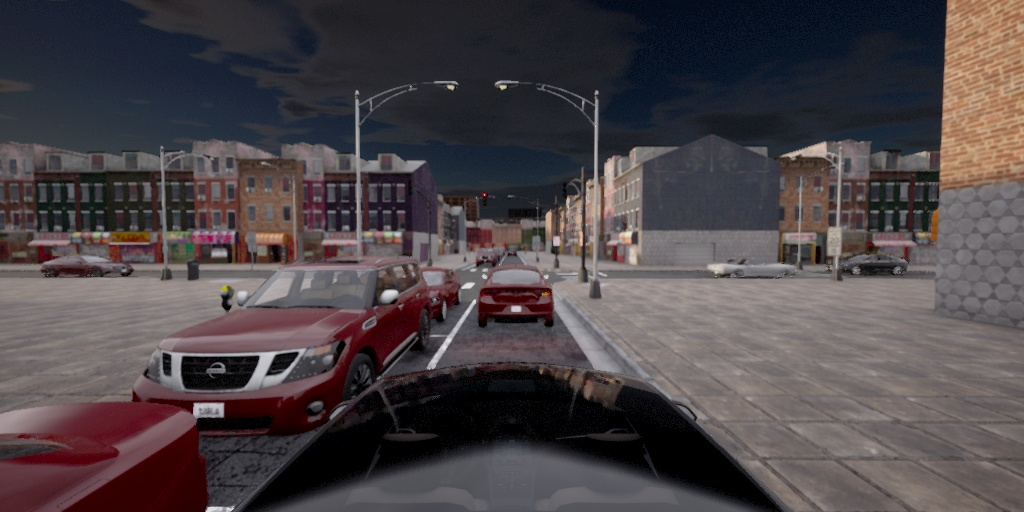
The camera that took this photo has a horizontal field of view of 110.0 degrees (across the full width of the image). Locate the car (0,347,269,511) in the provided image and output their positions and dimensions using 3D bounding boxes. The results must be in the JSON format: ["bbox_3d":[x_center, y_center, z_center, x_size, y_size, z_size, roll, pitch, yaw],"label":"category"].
[{"bbox_3d":[-2.639,1.338,0.224,1.888,1.381,4.507,0,0,0],"label":"car"}]

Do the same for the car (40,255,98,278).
[{"bbox_3d":[-27.171,0.661,22.962,4.674,1.442,1.812,0,2,0],"label":"car"}]

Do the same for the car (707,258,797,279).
[{"bbox_3d":[15.330,0.776,22.979,4.718,1.301,1.895,0,2,2],"label":"car"}]

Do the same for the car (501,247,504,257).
[{"bbox_3d":[-2.621,-0.250,48.336,2.192,1.841,5.009,0,0,0],"label":"car"}]

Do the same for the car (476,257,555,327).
[{"bbox_3d":[0.100,0.975,10.528,1.882,1.535,5.008,0,1,0],"label":"car"}]

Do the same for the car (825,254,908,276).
[{"bbox_3d":[25.415,0.594,25.795,4.892,1.490,1.837,0,2,0],"label":"car"}]

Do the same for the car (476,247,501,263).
[{"bbox_3d":[-2.625,0.051,37.486,2.192,1.841,5.009,0,0,0],"label":"car"}]

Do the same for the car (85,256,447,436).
[{"bbox_3d":[-2.637,0.951,5.656,2.192,1.841,5.009,0,0,0],"label":"car"}]

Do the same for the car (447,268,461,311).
[{"bbox_3d":[-2.635,1.026,11.087,1.888,1.381,4.507,0,0,0],"label":"car"}]
